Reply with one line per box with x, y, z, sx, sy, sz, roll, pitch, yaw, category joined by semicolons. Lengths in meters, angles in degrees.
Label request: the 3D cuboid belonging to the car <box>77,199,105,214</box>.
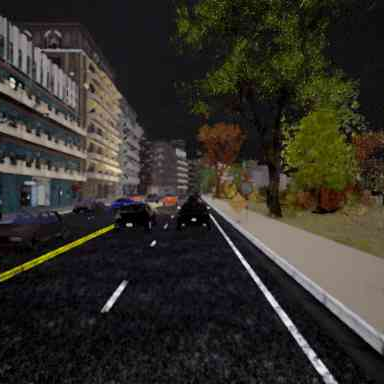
-9.841;1.343;32.317;2.033;1.411;5.357;0;0;0;car

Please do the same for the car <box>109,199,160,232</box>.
-3.144;1.383;19.100;1.837;1.490;4.892;0;0;0;car

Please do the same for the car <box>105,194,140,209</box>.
-6.589;1.275;32.030;1.882;1.535;5.008;0;0;0;car

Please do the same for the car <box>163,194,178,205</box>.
-3.237;1.037;50.491;2.097;1.767;4.553;0;0;0;car

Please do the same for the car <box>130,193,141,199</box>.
-9.736;1.011;54.675;2.097;1.767;4.553;0;0;0;car

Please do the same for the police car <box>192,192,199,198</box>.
0.998;0.875;90.563;1.930;1.638;5.238;0;0;0;police car

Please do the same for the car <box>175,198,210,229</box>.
0.105;1.347;20.574;1.882;1.535;5.008;0;0;0;car

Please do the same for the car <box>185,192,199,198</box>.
0.014;1.192;50.203;1.837;1.490;4.892;0;1;0;car

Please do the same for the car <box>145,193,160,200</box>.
-6.487;1.010;54.594;2.097;1.767;4.553;0;0;0;car

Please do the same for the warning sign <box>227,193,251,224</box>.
2.846;0.985;20.459;1.300;1.860;1.060;-1;0;0;warning sign

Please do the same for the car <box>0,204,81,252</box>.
-6.599;1.460;13.665;2.033;1.411;5.357;0;0;0;car
